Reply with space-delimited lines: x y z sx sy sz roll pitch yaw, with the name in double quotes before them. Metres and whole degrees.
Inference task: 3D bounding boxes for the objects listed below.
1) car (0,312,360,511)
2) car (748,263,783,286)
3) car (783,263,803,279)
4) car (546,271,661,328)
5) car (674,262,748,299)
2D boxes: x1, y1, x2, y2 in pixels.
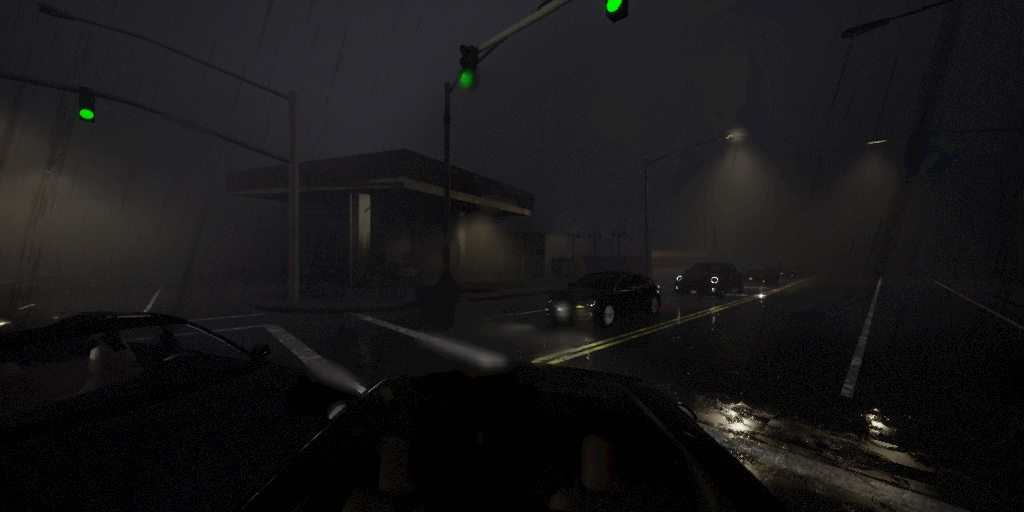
"car" -3.365 1.242 2.751 4.902 1.511 2.128 0 0 16
"car" 17.188 1.314 25.089 4.181 1.385 1.994 0 0 -45
"car" 24.471 1.314 31.987 4.181 1.385 1.994 0 0 -43
"car" 3.129 1.255 11.632 4.892 1.490 1.837 0 0 -44
"car" 10.114 1.102 18.329 4.553 1.767 2.097 0 0 -44
